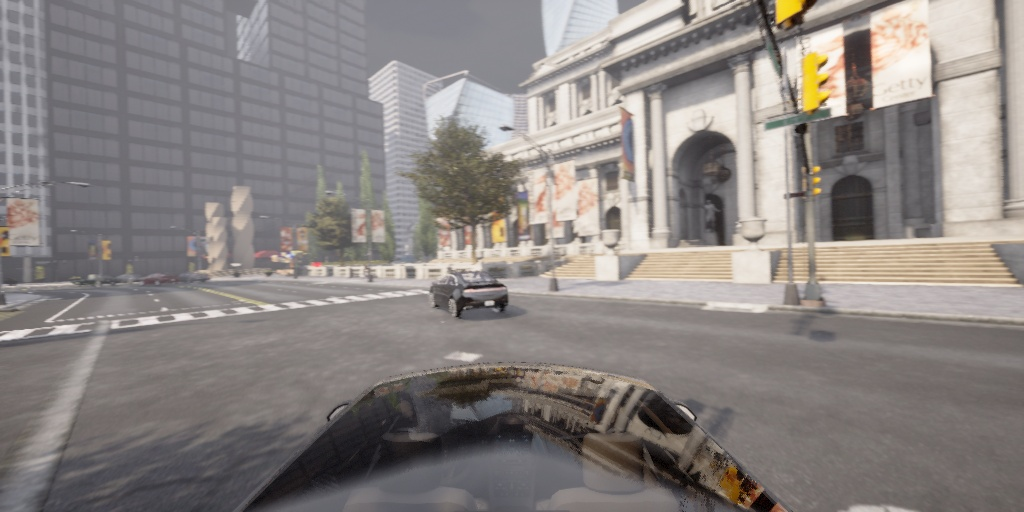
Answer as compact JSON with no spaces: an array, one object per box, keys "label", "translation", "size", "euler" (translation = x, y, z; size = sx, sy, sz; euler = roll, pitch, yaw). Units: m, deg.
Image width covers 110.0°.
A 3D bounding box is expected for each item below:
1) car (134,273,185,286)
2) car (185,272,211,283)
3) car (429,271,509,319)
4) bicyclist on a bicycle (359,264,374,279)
[{"label":"car","translation":[-43.709,2.845,44.472],"size":[5.008,1.535,1.882],"euler":[-2,0,18]},{"label":"car","translation":[-43.083,2.902,47.940],"size":[5.357,1.411,2.033],"euler":[-2,0,15]},{"label":"car","translation":[-1.804,1.334,13.571],"size":[2.128,1.511,4.902],"euler":[-2,0,-27]},{"label":"bicyclist on a bicycle","translation":[-15.545,1.681,38.287],"size":[0.582,1.620,1.656],"euler":[-2,0,43]}]
